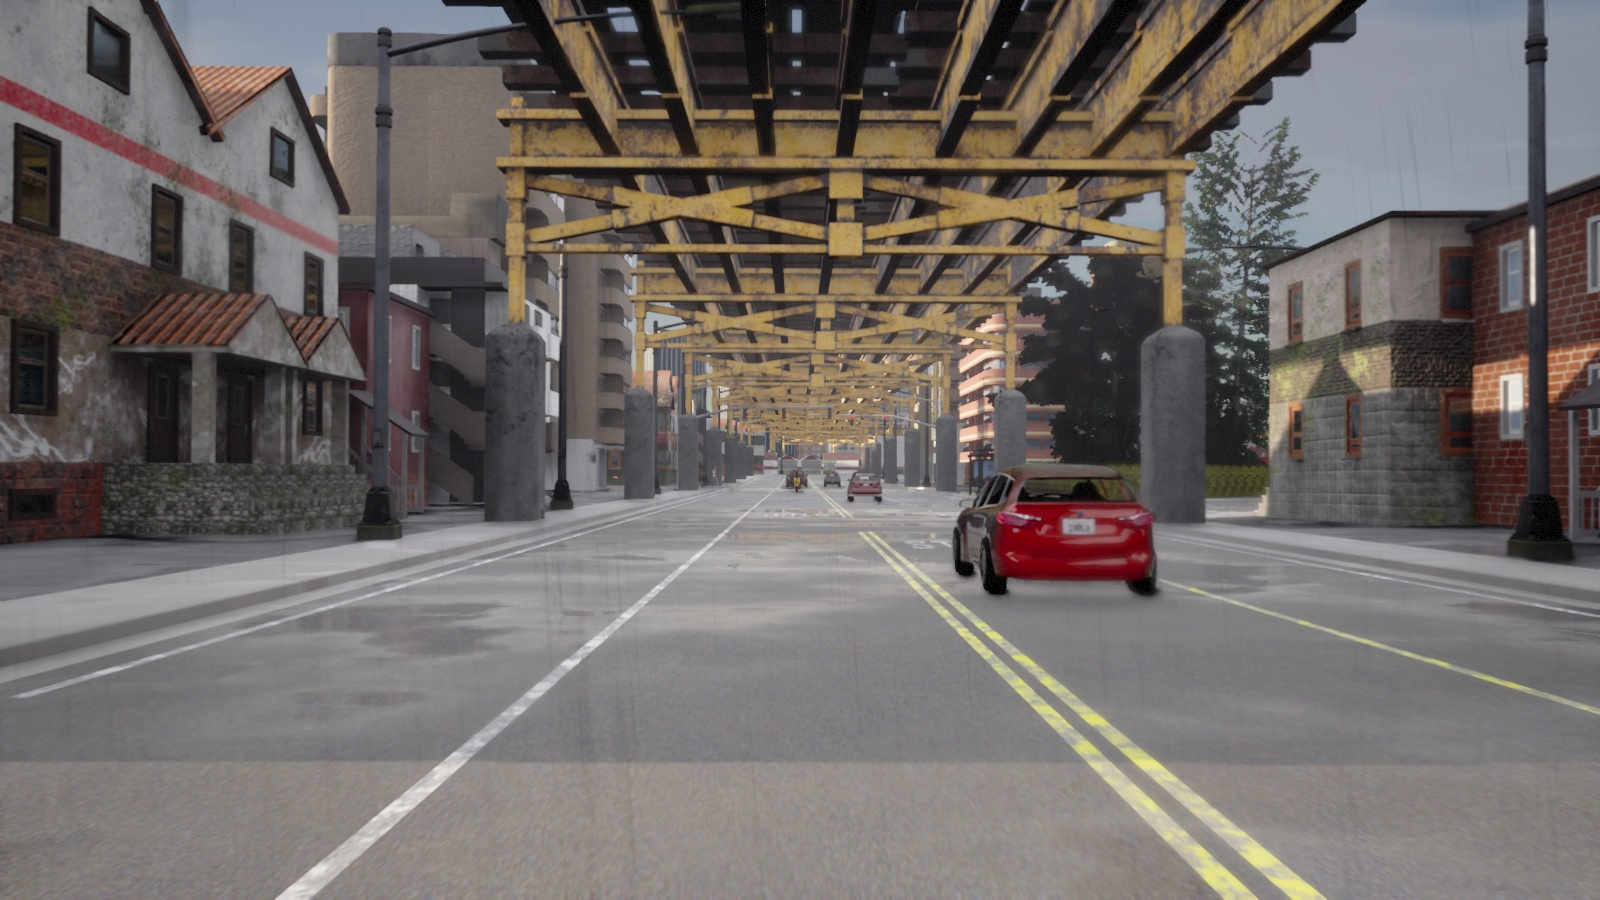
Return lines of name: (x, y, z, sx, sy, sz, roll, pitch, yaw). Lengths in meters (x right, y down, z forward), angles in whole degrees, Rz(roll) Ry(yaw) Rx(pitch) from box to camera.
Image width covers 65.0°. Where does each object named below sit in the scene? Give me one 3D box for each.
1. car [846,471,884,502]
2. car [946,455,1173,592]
car: (3.350, 1.879, 65.549, 1.789, 1.549, 3.705, 0, -1, 0)
car: (3.458, 0.943, 17.765, 2.242, 1.667, 4.611, 0, -1, 0)
